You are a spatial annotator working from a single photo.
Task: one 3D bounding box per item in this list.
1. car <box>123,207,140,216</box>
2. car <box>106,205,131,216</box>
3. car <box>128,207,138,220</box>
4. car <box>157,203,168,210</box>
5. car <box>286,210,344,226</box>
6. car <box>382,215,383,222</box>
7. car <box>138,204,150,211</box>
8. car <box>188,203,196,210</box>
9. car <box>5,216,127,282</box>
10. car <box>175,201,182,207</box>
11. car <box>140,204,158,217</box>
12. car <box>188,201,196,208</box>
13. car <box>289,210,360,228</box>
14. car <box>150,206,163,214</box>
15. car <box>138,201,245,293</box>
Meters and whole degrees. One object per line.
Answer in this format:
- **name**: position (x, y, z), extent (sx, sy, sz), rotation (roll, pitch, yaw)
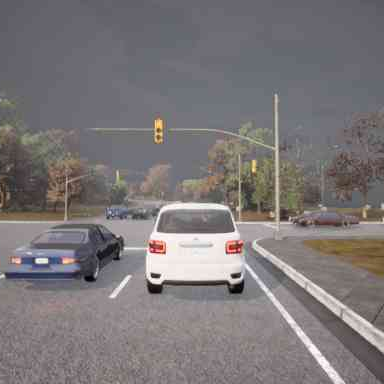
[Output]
- **car**: position (-10.554, 3.388, 58.716), extent (2.033, 1.411, 5.357), rotation (0, -1, 0)
- **car**: position (-10.590, 2.812, 47.183), extent (2.150, 2.045, 5.566), rotation (0, -2, -2)
- **car**: position (-7.070, 3.147, 45.822), extent (1.895, 1.301, 4.718), rotation (0, -2, -1)
- **car**: position (-6.972, 3.359, 78.886), extent (2.033, 1.411, 5.357), rotation (0, 0, 0)
- **car**: position (12.008, 2.491, 32.669), extent (4.902, 1.511, 2.128), rotation (0, -3, -1)
- **car**: position (21.430, 2.508, 33.029), extent (4.902, 1.511, 2.128), rotation (0, -3, -3)
- **car**: position (-10.473, 3.458, 72.797), extent (1.895, 1.301, 4.718), rotation (0, 0, 0)
- **car**: position (0.029, 3.338, 77.667), extent (1.837, 1.490, 4.892), rotation (0, 0, 0)
- **car**: position (-3.414, 1.665, 10.057), extent (2.033, 1.411, 5.357), rotation (0, -1, 0)
- **car**: position (-3.561, 3.100, 87.467), extent (1.882, 1.535, 5.008), rotation (0, 0, -3)
- **car**: position (-7.069, 3.012, 55.350), extent (2.150, 2.045, 5.566), rotation (0, -1, 0)
- **car**: position (-0.085, 3.294, 87.819), extent (1.837, 1.490, 4.892), rotation (0, 0, -3)
- **car**: position (11.727, 2.389, 29.154), extent (5.357, 1.411, 2.033), rotation (0, -3, -1)
- **car**: position (-7.011, 3.487, 65.866), extent (1.895, 1.301, 4.718), rotation (0, 0, 1)
- **car**: position (0.086, 1.321, 9.202), extent (2.150, 2.045, 5.566), rotation (0, -1, 0)
